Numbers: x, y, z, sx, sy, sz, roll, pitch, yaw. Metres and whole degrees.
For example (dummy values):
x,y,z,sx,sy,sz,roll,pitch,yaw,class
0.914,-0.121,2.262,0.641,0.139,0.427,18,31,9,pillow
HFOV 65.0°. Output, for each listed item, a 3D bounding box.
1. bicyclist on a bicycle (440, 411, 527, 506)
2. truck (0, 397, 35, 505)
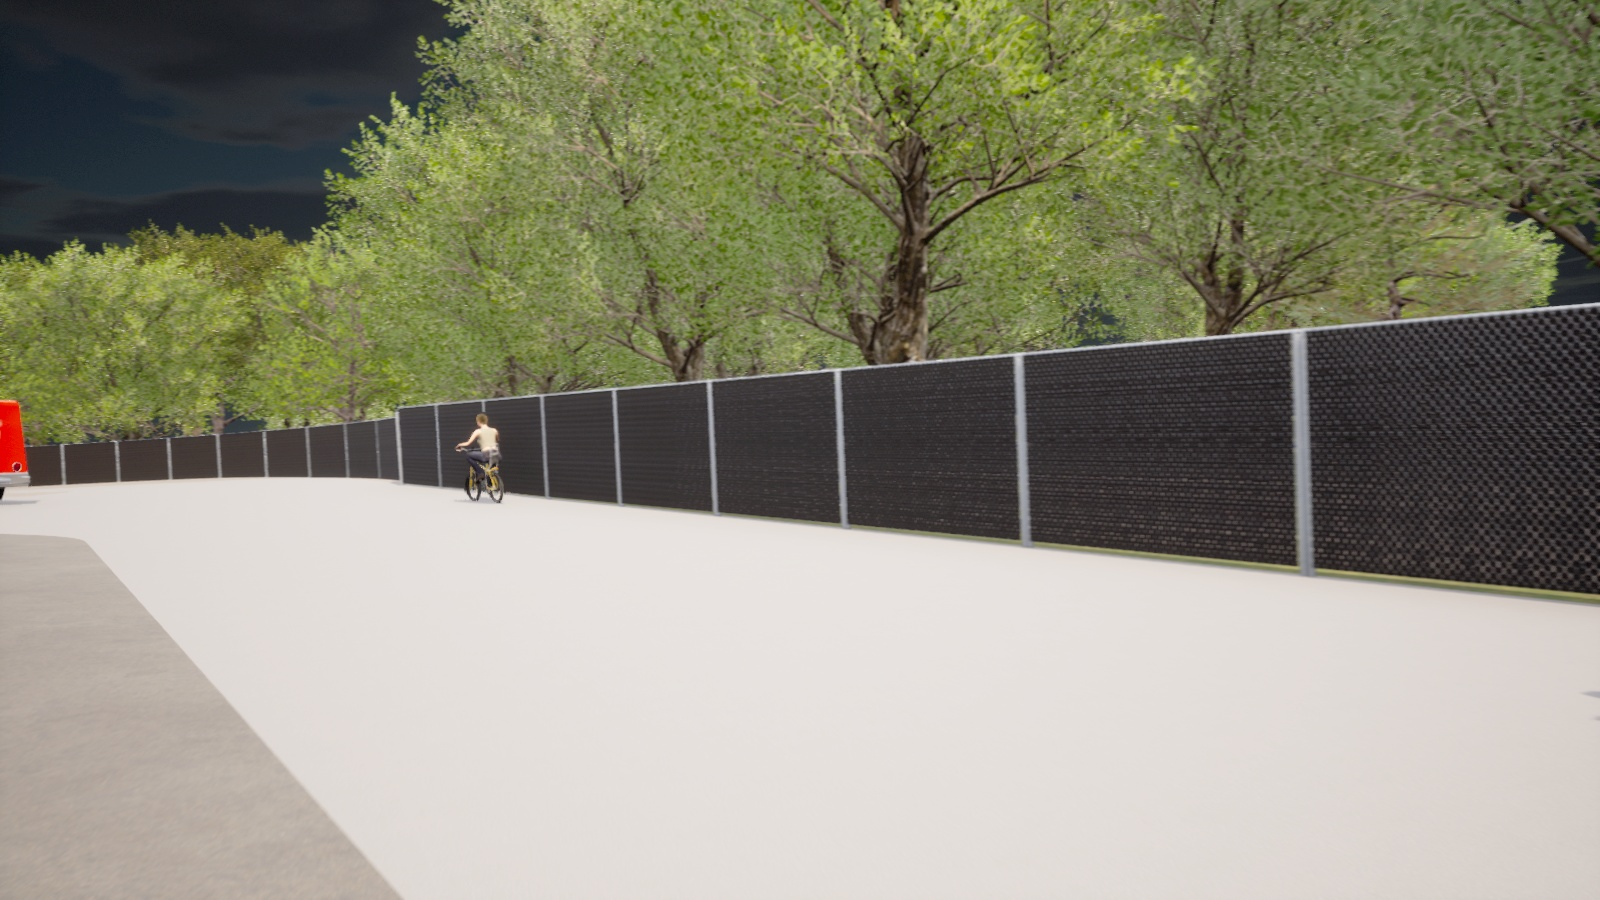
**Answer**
x,y,z,sx,sy,sz,roll,pitch,yaw,class
-5.728,0.146,22.703,0.866,1.612,1.509,-5,3,-39,bicyclist on a bicycle
-20.935,0.087,29.488,5.204,2.467,2.627,-1,1,26,truck
